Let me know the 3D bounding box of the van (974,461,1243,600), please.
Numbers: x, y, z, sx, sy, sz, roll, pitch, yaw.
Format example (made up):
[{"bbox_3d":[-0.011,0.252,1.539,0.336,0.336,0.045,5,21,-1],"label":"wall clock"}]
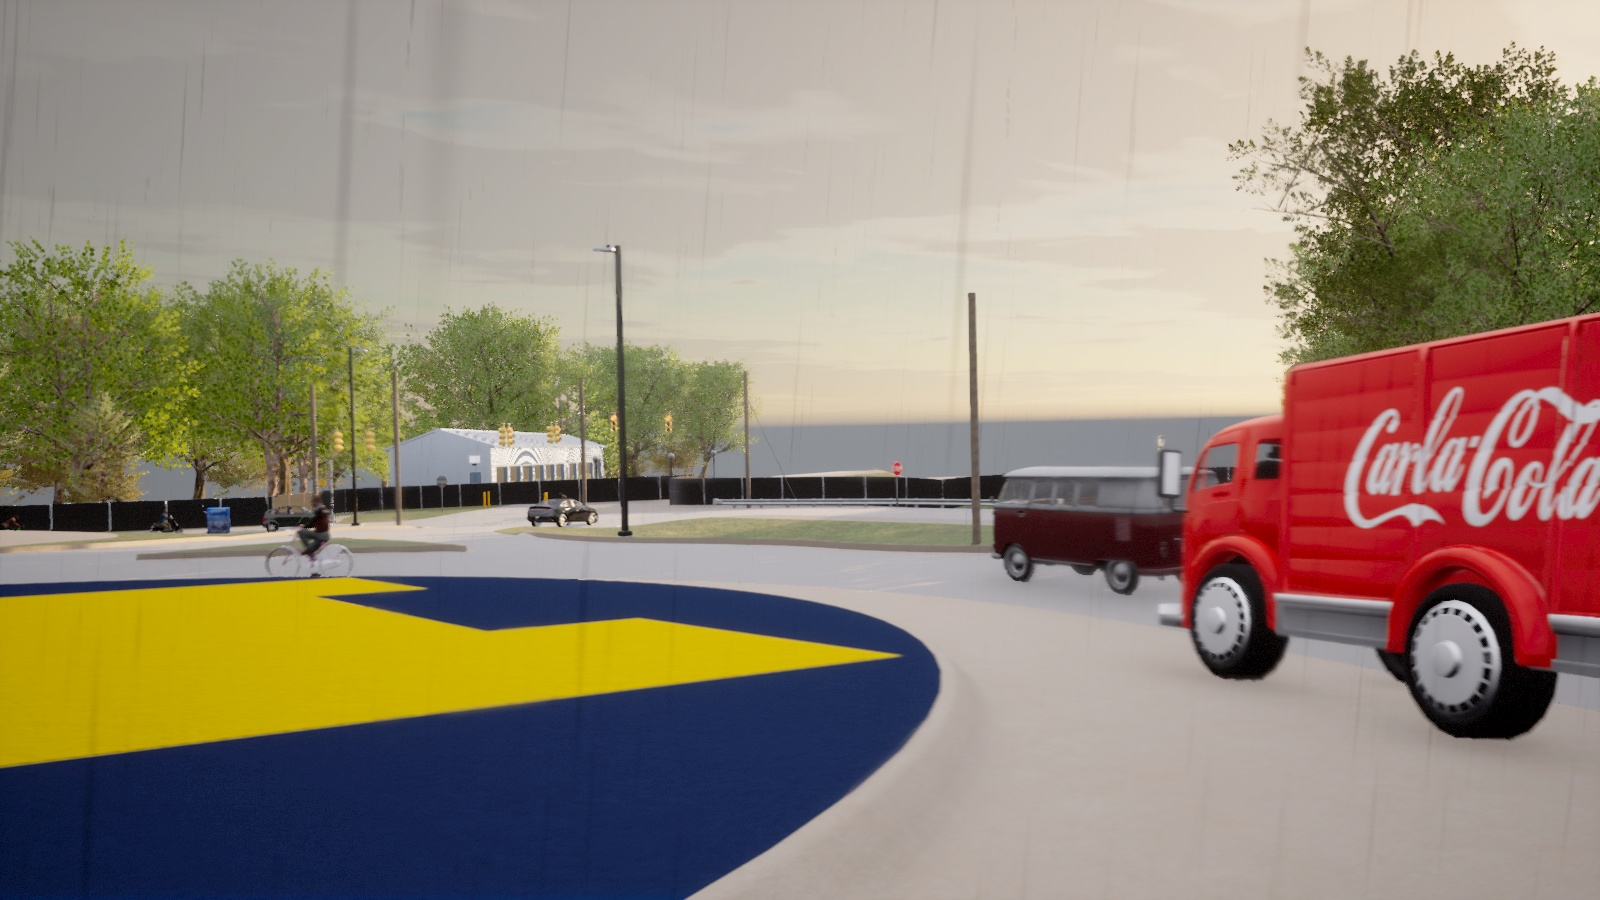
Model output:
[{"bbox_3d":[4.984,1.229,20.963,1.775,1.987,4.442,-2,0,-28],"label":"van"}]

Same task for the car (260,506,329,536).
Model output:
[{"bbox_3d":[-30.695,4.318,76.405,3.705,1.549,1.789,-1,1,-16],"label":"car"}]

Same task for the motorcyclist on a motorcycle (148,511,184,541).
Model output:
[{"bbox_3d":[-37.250,4.448,73.788,1.817,1.590,0.866,-1,1,-27],"label":"motorcyclist on a motorcycle"}]

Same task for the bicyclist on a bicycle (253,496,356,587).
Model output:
[{"bbox_3d":[-10.135,1.865,25.716,1.843,1.776,0.659,-1,-1,6],"label":"bicyclist on a bicycle"}]

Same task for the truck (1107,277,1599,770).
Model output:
[{"bbox_3d":[4.681,0.586,8.893,2.627,2.467,5.204,5,-4,-14],"label":"truck"}]

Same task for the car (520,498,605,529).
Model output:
[{"bbox_3d":[-12.709,3.387,67.430,2.128,1.511,4.902,-1,-2,23],"label":"car"}]
